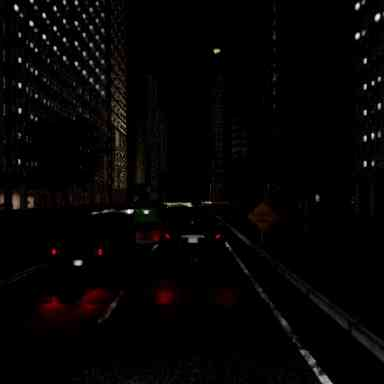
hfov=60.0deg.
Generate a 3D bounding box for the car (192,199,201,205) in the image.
[{"bbox_3d":[1.139,2.347,79.519,2.097,1.767,4.553,0,-1,0],"label":"car"}]

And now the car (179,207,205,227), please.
[{"bbox_3d":[0.042,1.935,26.636,1.895,1.301,4.718,0,-1,0],"label":"car"}]

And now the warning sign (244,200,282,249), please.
[{"bbox_3d":[2.866,1.286,13.531,1.300,1.860,1.060,1,0,0],"label":"warning sign"}]

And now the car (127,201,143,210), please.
[{"bbox_3d":[-9.799,2.319,57.393,1.895,1.301,4.718,0,-1,1],"label":"car"}]

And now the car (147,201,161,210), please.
[{"bbox_3d":[-6.551,2.284,57.541,1.994,1.385,4.181,0,-1,0],"label":"car"}]

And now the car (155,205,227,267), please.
[{"bbox_3d":[0.047,1.505,12.150,2.097,1.767,4.553,0,-1,0],"label":"car"}]

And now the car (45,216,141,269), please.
[{"bbox_3d":[-3.208,1.748,11.638,1.895,1.301,4.718,0,-1,0],"label":"car"}]

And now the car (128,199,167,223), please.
[{"bbox_3d":[-3.212,1.550,26.077,2.150,2.045,5.566,0,0,1],"label":"car"}]
